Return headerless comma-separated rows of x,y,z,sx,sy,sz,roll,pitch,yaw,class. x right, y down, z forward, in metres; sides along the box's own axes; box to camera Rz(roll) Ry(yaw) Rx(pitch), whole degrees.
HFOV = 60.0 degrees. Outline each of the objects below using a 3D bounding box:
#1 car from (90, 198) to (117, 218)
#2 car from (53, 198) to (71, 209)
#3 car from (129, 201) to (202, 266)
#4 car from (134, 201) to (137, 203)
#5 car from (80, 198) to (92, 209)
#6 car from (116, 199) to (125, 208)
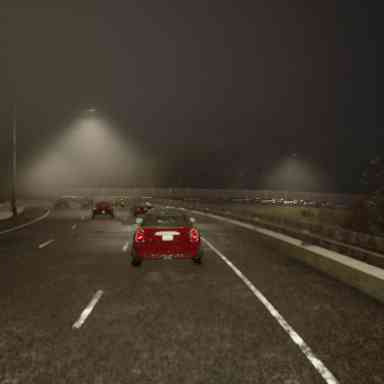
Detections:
-8.170,1.553,30.424,1.812,1.442,4.674,0,0,-17,car
-17.906,1.579,45.731,1.812,1.442,4.674,0,0,-25,car
-0.919,1.356,11.793,2.097,1.767,4.553,0,0,-6,car
-4.740,1.566,31.329,2.033,1.411,5.357,0,0,-17,car
-14.547,1.572,46.812,1.812,1.442,4.674,0,0,-25,car
-11.000,1.638,47.578,1.895,1.301,4.718,0,0,-25,car
